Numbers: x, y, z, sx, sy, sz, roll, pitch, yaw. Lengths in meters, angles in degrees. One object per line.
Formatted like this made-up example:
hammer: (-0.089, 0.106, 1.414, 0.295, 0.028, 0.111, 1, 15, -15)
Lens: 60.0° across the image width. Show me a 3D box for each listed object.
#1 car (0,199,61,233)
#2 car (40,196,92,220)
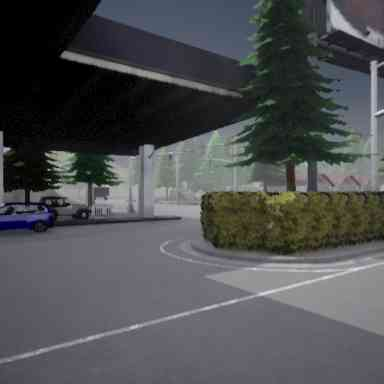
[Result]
car: (-9.932, 1.422, 17.945, 4.611, 1.667, 2.242, 0, 0, -36)
car: (-9.731, 1.255, 25.075, 3.866, 1.878, 1.905, 0, 0, -36)
